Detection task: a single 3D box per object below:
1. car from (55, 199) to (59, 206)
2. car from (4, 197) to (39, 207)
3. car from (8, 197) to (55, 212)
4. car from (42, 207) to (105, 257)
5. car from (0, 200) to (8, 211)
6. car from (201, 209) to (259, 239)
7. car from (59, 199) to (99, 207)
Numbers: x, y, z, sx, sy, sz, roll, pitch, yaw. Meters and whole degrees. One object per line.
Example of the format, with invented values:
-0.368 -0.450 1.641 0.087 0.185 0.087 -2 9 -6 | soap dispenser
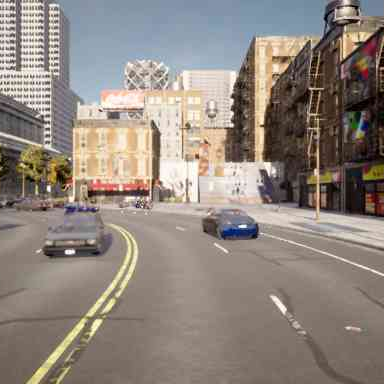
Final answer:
-20.446 1.593 48.130 4.718 1.301 1.895 0 0 30 | car
-25.749 1.518 50.302 4.674 1.452 2.002 0 0 20 | car
-19.171 1.546 39.698 5.357 1.411 2.033 0 0 32 | car
-4.471 1.547 13.333 2.033 1.411 5.357 0 0 -12 | car
-24.422 1.220 38.508 5.566 2.045 2.150 0 0 27 | car
1.838 1.563 17.350 1.994 1.385 4.181 0 0 -14 | car
-11.160 1.600 33.177 1.895 1.301 4.718 0 0 -44 | car
